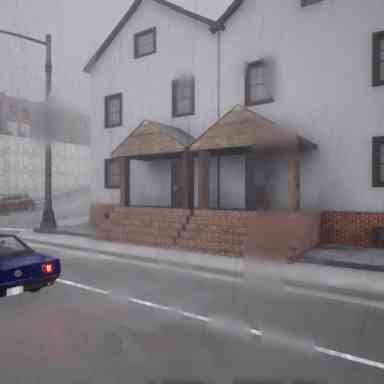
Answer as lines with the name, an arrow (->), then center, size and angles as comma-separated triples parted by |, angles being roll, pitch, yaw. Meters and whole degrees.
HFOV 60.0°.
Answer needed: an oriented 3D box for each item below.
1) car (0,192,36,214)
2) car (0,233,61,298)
car -> -15.580, 0.973, 27.629 | 2.097, 1.767, 4.553 | 0, 5, 35
car -> -5.160, 1.598, 7.646 | 4.718, 1.301, 1.895 | 0, 0, 36
